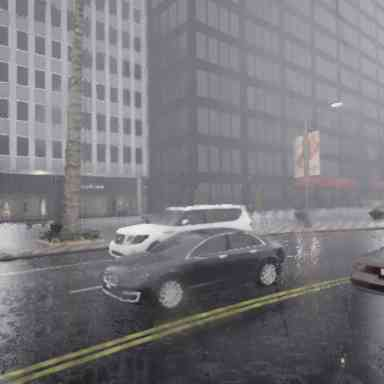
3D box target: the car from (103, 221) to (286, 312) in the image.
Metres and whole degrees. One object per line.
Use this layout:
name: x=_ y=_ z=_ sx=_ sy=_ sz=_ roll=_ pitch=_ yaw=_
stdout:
car: x=0.262 y=1.693 z=8.295 sx=4.892 sy=1.490 sz=1.837 roll=0 pitch=-2 yaw=-35

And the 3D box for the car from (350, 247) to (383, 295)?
car: x=6.052 y=1.639 z=7.825 sx=5.357 sy=1.411 sz=2.033 roll=0 pitch=-2 yaw=-30

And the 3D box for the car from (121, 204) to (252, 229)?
car: x=-0.145 y=1.504 z=12.330 sx=5.566 sy=2.045 sz=2.150 roll=0 pitch=-2 yaw=-34
